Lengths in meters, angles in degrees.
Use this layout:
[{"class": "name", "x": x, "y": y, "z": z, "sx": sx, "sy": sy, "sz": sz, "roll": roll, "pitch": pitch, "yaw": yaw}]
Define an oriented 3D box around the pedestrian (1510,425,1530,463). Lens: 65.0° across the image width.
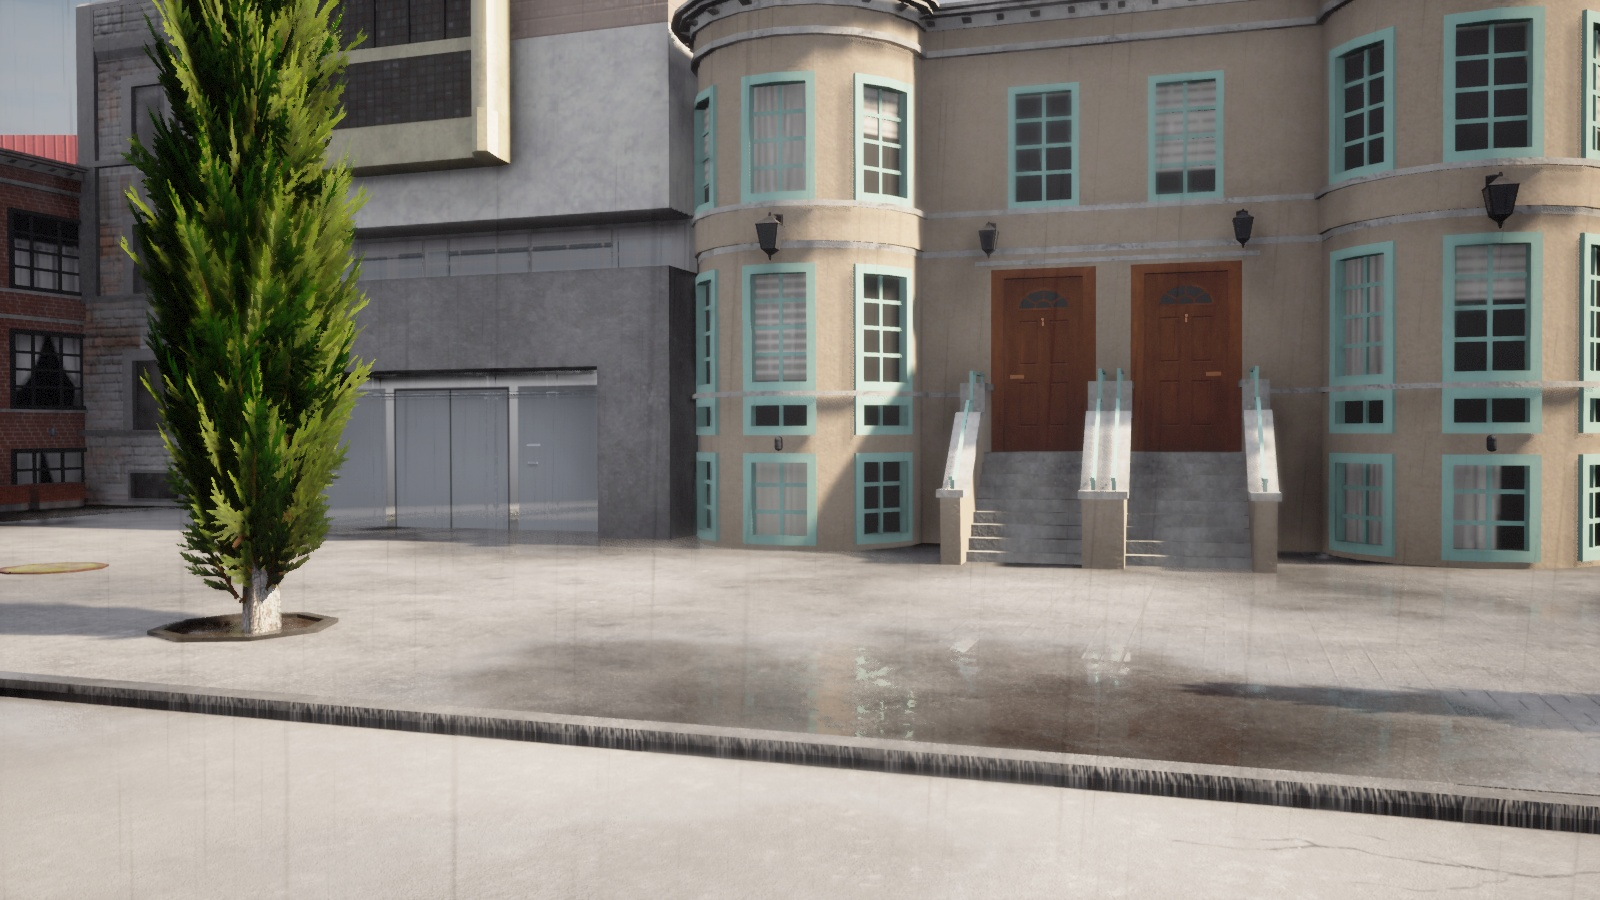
[{"class": "pedestrian", "x": 35.086, "y": -0.315, "z": 61.221, "sx": 0.634, "sy": 1.844, "sz": 0.899, "roll": 0, "pitch": 1, "yaw": 17}]
